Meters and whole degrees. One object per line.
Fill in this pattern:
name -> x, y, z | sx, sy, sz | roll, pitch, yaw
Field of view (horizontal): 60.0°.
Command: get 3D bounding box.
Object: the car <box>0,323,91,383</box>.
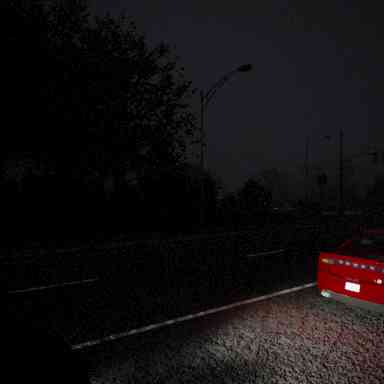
car -> -2.985, 1.492, 1.625 | 4.902, 1.511, 2.128 | 0, 0, -35

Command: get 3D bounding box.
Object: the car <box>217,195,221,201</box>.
car -> 3.918, 1.454, 56.637 | 1.812, 1.442, 4.674 | 0, 1, -32

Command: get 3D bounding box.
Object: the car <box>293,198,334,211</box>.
car -> 14.466, 1.477, 39.825 | 1.882, 1.535, 5.008 | 0, 0, -33

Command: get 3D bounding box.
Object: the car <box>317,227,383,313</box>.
car -> 4.768, 1.478, 7.124 | 5.008, 1.535, 1.882 | 0, 0, -35

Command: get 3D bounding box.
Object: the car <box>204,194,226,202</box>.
car -> 4.743, 1.292, 68.783 | 2.128, 1.511, 4.902 | 0, 1, -33
